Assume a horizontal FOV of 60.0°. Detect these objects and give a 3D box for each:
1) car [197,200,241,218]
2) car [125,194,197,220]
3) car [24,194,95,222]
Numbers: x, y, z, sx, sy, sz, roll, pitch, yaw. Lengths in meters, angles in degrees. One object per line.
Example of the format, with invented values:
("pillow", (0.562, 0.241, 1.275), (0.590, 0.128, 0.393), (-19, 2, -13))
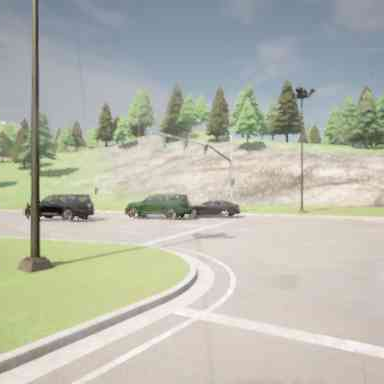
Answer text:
("car", (1.807, 1.460, 29.259), (4.892, 1.490, 1.837), (0, -1, 22))
("car", (-2.746, 1.180, 27.380), (5.566, 2.045, 2.150), (0, 0, 18))
("car", (-10.281, 1.182, 25.846), (5.566, 2.045, 2.150), (0, 0, 17))
